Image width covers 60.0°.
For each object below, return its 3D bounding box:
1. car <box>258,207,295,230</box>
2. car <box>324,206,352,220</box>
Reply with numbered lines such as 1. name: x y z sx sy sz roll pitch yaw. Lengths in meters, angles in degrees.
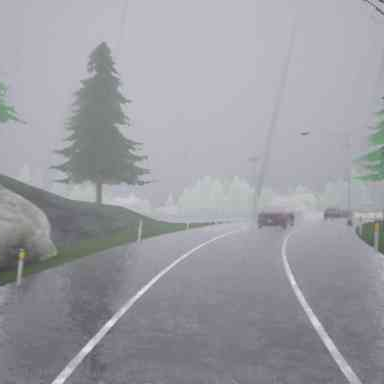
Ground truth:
1. car: 6.116 1.785 23.810 1.882 1.535 5.008 -2 -2 26
2. car: 17.153 2.453 38.866 4.902 1.511 2.128 4 -7 -44
